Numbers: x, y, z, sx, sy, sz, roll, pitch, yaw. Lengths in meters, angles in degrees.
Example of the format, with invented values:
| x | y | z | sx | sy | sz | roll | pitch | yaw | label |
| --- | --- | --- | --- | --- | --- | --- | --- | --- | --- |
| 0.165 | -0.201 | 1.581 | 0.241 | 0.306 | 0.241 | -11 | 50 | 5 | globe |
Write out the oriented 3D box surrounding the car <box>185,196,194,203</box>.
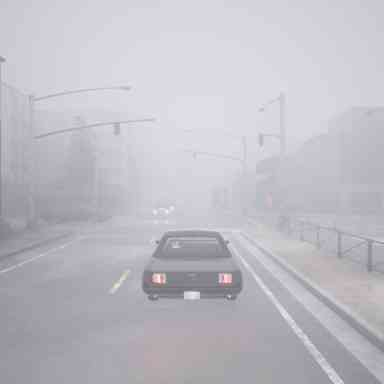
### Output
| x | y | z | sx | sy | sz | roll | pitch | yaw | label |
| --- | --- | --- | --- | --- | --- | --- | --- | --- | --- |
| -0.461 | 1.491 | 66.584 | 2.128 | 1.511 | 4.902 | 0 | 0 | 0 | car |

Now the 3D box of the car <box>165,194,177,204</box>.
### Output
| x | y | z | sx | sy | sz | roll | pitch | yaw | label |
| --- | --- | --- | --- | --- | --- | --- | --- | --- | --- |
| -3.992 | 1.352 | 63.744 | 2.097 | 1.767 | 4.553 | 0 | 0 | 0 | car |

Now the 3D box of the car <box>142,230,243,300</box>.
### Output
| x | y | z | sx | sy | sz | roll | pitch | yaw | label |
| --- | --- | --- | --- | --- | --- | --- | --- | --- | --- |
| 0.009 | 1.601 | 8.302 | 1.895 | 1.301 | 4.718 | 0 | 0 | 0 | car |

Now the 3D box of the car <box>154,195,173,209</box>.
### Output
| x | y | z | sx | sy | sz | roll | pitch | yaw | label |
| --- | --- | --- | --- | --- | --- | --- | --- | --- | --- |
| -3.905 | 1.505 | 44.310 | 1.837 | 1.490 | 4.892 | 0 | 0 | 0 | car |

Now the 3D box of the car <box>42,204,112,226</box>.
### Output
| x | y | z | sx | sy | sz | roll | pitch | yaw | label |
| --- | --- | --- | --- | --- | --- | --- | --- | --- | --- |
| -8.415 | 1.612 | 24.516 | 4.902 | 1.511 | 2.128 | -2 | 0 | -1 | car |

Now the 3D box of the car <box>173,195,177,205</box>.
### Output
| x | y | z | sx | sy | sz | roll | pitch | yaw | label |
| --- | --- | --- | --- | --- | --- | --- | --- | --- | --- |
| -3.962 | 1.601 | 53.575 | 1.895 | 1.301 | 4.718 | 0 | 0 | 0 | car |
